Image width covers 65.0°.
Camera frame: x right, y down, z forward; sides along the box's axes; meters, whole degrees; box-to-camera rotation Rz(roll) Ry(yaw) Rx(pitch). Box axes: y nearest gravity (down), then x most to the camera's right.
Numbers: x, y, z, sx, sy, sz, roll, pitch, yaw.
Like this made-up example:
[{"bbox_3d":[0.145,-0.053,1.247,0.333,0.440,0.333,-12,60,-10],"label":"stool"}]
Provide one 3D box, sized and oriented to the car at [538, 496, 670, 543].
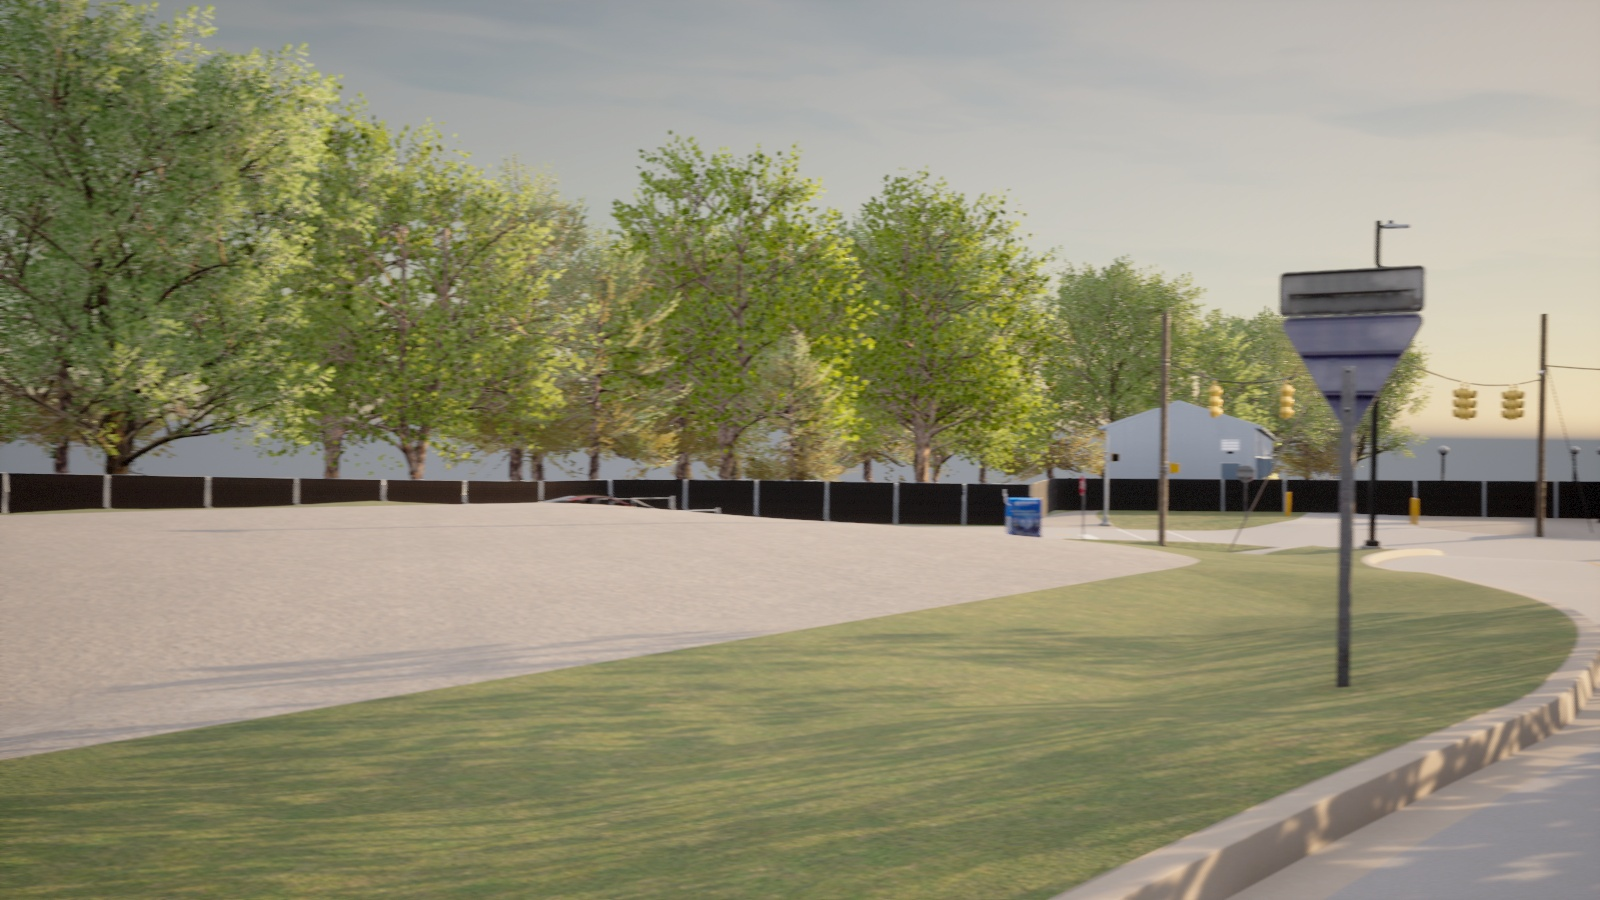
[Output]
[{"bbox_3d":[-7.256,2.545,46.513,4.514,1.525,2.007,0,1,-21],"label":"car"}]
